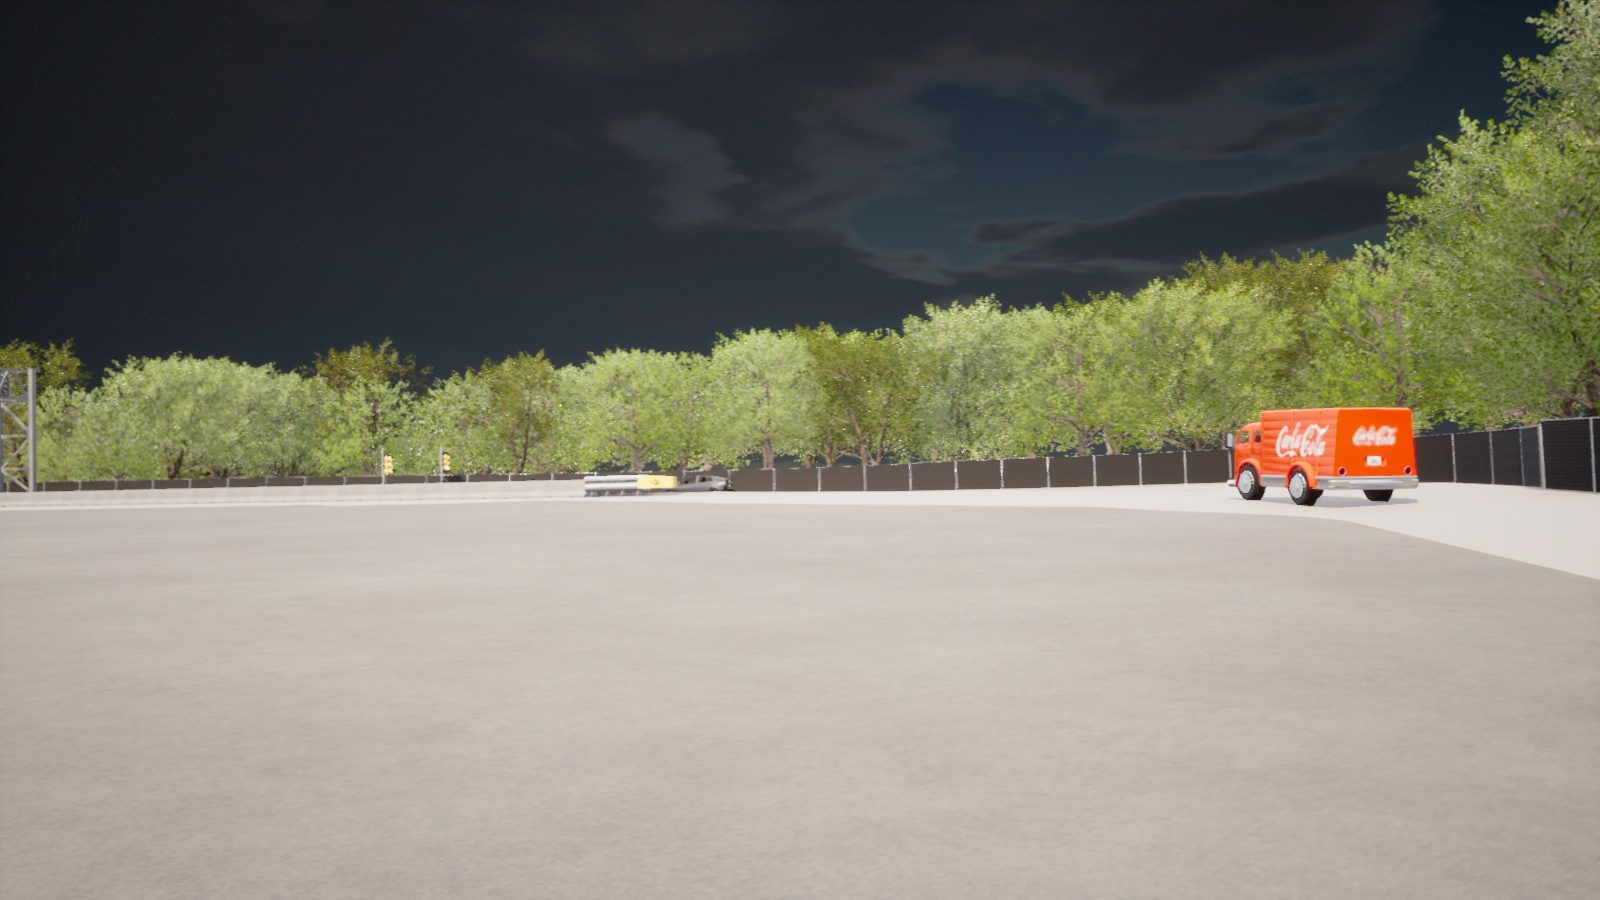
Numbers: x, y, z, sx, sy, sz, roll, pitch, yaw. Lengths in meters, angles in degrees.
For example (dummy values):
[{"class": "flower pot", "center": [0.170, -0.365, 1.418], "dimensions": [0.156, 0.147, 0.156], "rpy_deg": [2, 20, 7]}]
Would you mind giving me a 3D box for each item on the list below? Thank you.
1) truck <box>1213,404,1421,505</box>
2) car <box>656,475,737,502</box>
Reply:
[{"class": "truck", "center": [13.546, 0.101, 33.363], "dimensions": [2.627, 2.467, 5.204], "rpy_deg": [-1, 0, -12]}, {"class": "car", "center": [-6.333, 2.333, 76.912], "dimensions": [4.514, 1.525, 2.007], "rpy_deg": [-2, -2, 16]}]
